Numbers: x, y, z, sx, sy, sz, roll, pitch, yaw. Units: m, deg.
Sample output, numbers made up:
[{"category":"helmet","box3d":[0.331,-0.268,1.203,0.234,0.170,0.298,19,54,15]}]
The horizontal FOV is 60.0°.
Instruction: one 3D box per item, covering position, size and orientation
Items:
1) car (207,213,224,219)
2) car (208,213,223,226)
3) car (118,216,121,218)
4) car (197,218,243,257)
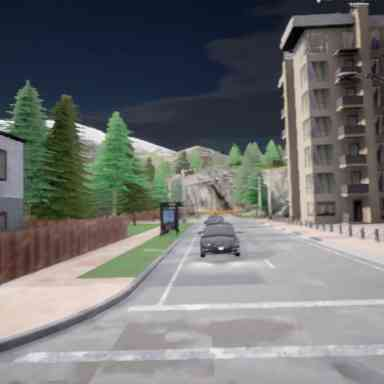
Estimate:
[{"category":"car","box3d":[2.130,2.903,29.095,2.128,1.511,4.902,-2,-3,3]},{"category":"car","box3d":[3.135,3.672,44.754,1.837,1.490,4.892,-2,-3,3]},{"category":"car","box3d":[-16.753,5.395,73.072,1.932,1.855,4.605,-2,-3,2]},{"category":"car","box3d":[1.405,2.327,16.857,1.837,1.490,4.892,-2,-3,3]}]
